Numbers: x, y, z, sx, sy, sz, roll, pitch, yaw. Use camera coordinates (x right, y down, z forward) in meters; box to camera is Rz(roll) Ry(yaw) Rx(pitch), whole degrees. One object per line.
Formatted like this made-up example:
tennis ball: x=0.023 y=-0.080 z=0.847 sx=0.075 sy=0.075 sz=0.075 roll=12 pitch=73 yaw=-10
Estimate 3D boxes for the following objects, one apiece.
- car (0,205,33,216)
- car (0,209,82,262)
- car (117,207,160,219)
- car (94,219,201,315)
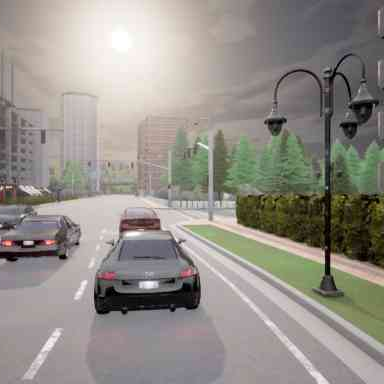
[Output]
car: x=-10.619 y=1.555 z=19.932 sx=1.837 sy=1.490 sz=4.892 roll=0 pitch=0 yaw=-12
car: x=-5.316 y=1.547 z=12.266 sx=2.033 sy=1.411 sz=5.357 roll=0 pitch=0 yaw=-11
car: x=-2.658 y=1.478 z=16.539 sx=1.882 sy=1.535 sz=5.008 roll=0 pitch=0 yaw=-12
car: x=-1.041 y=1.564 z=7.701 sx=1.994 sy=1.385 sz=4.181 roll=0 pitch=0 yaw=-9
